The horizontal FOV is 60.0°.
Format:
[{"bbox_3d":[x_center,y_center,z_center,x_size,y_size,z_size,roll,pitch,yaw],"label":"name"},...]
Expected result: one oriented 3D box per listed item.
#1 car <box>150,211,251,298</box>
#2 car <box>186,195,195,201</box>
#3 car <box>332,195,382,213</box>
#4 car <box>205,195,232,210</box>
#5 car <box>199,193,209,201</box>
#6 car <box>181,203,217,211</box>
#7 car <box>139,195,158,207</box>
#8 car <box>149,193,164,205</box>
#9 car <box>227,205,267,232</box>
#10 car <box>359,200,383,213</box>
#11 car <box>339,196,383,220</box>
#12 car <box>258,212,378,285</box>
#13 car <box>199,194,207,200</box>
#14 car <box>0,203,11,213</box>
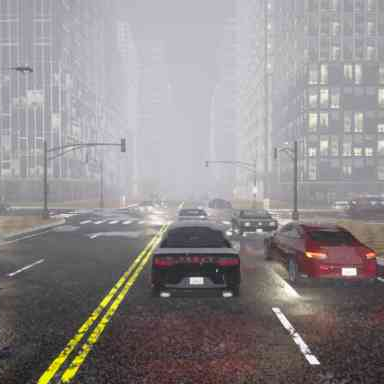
[{"bbox_3d":[0.068,1.474,8.567,1.882,1.535,5.008,0,0,0],"label":"car"},{"bbox_3d":[-0.259,1.425,80.972,1.837,1.490,4.892,0,0,0],"label":"car"},{"bbox_3d":[17.736,1.346,34.952,5.566,2.045,2.150,0,1,1],"label":"car"},{"bbox_3d":[3.516,1.481,41.567,1.812,1.442,4.674,-1,0,-17],"label":"car"},{"bbox_3d":[2.995,1.143,79.970,2.150,2.045,5.566,0,0,0],"label":"car"},{"bbox_3d":[0.039,1.538,18.388,2.033,1.411,5.357,0,0,0],"label":"car"},{"bbox_3d":[-6.753,1.528,50.662,1.994,1.385,4.181,0,0,0],"label":"car"},{"bbox_3d":[-6.767,1.175,59.694,2.150,2.045,5.566,0,0,0],"label":"car"},{"bbox_3d":[3.291,1.591,18.451,1.895,1.301,4.718,0,0,0],"label":"car"},{"bbox_3d":[21.690,1.643,37.497,4.829,1.417,1.752,1,0,1],"label":"car"},{"bbox_3d":[16.108,1.519,29.193,5.009,1.841,2.192,1,0,1],"label":"car"},{"bbox_3d":[3.321,1.521,9.332,1.812,1.442,4.674,0,0,0],"label":"car"},{"bbox_3d":[2.961,1.267,90.358,2.128,1.511,4.902,0,0,0],"label":"car"},{"bbox_3d":[-20.084,1.364,32.263,4.674,1.442,1.812,1,1,1],"label":"car"}]
